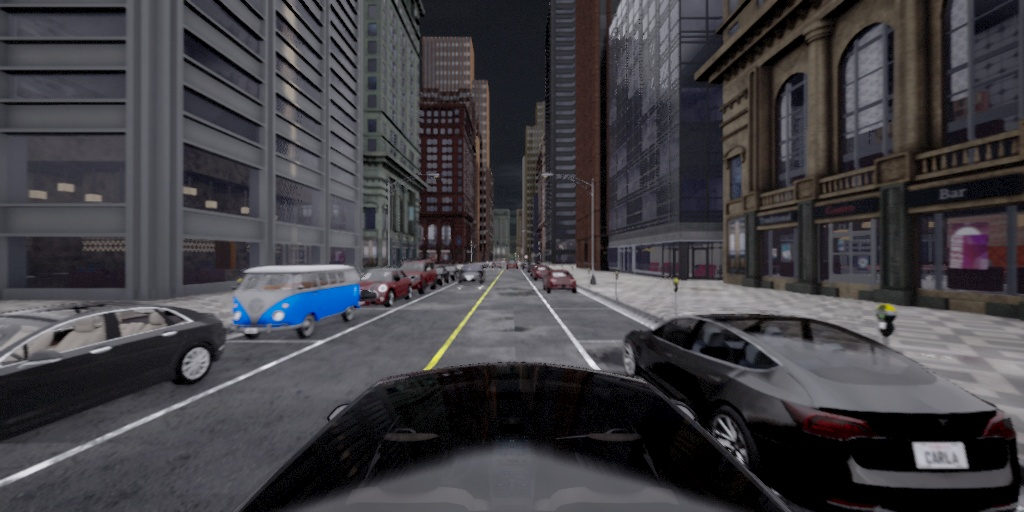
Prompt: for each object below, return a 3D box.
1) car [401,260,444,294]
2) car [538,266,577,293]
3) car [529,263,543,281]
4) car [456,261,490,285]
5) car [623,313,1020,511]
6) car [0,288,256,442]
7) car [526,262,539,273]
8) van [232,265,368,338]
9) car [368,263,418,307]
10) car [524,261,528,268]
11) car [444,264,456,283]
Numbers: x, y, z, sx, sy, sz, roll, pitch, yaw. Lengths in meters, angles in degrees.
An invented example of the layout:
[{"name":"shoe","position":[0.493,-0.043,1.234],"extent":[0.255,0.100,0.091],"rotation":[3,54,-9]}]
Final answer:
[{"name":"car","position":[-5.749,1.189,21.294],"extent":[2.192,1.841,5.009],"rotation":[0,0,0]},{"name":"car","position":[2.776,1.456,21.294],"extent":[1.802,1.307,4.207],"rotation":[0,0,0]},{"name":"car","position":[2.784,1.527,32.566],"extent":[1.802,1.307,4.207],"rotation":[0,0,0]},{"name":"car","position":[-3.079,1.410,28.242],"extent":[2.128,1.511,4.902],"rotation":[0,0,0]},{"name":"car","position":[2.764,1.332,4.385],"extent":[1.948,1.339,4.313],"rotation":[0,0,0]},{"name":"car","position":[-5.761,1.317,4.384],"extent":[2.007,1.370,4.403],"rotation":[0,0,0]},{"name":"car","position":[2.788,1.564,38.203],"extent":[1.802,1.307,4.207],"rotation":[0,0,0]},{"name":"van","position":[-5.757,1.143,10.021],"extent":[1.690,1.789,3.998],"rotation":[0,0,0]},{"name":"car","position":[-5.753,1.278,15.657],"extent":[1.967,1.591,4.097],"rotation":[0,0,0]},{"name":"car","position":[3.034,1.566,49.697],"extent":[1.837,1.490,4.892],"rotation":[0,0,0]},{"name":"car","position":[-5.745,1.476,26.931],"extent":[1.948,1.339,4.313],"rotation":[0,0,0]}]
